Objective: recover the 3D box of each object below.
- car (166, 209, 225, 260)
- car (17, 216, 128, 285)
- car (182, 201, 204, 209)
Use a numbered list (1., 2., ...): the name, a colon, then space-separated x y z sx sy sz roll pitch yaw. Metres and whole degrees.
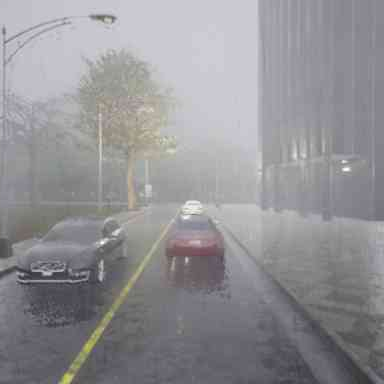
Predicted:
1. car: 0.102 1.552 12.433 1.994 1.385 4.181 0 0 0
2. car: -3.098 1.497 9.551 1.837 1.490 4.892 0 0 0
3. car: 0.092 1.491 29.307 1.812 1.442 4.674 0 0 0
